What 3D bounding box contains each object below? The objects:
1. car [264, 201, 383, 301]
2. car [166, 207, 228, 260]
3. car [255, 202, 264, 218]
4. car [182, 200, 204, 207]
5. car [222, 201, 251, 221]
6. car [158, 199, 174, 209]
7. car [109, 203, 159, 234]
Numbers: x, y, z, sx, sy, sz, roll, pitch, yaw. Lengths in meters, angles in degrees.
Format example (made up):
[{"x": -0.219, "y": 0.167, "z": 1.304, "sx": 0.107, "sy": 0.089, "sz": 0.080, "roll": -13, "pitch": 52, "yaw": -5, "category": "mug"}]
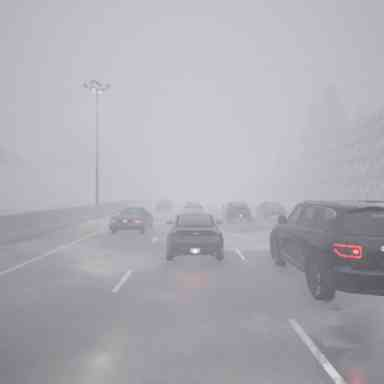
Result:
[{"x": 3.598, "y": 1.224, "z": 8.433, "sx": 2.150, "sy": 2.045, "sz": 5.566, "roll": 0, "pitch": 0, "yaw": 0, "category": "car"}, {"x": 0.097, "y": 1.508, "z": 12.404, "sx": 1.837, "sy": 1.490, "sz": 4.892, "roll": 0, "pitch": 0, "yaw": 0, "category": "car"}, {"x": 7.093, "y": 1.555, "z": 30.349, "sx": 2.033, "sy": 1.411, "sz": 5.357, "roll": 0, "pitch": 0, "yaw": 0, "category": "car"}, {"x": 0.093, "y": 1.486, "z": 30.904, "sx": 1.882, "sy": 1.535, "sz": 5.008, "roll": 0, "pitch": 0, "yaw": 0, "category": "car"}, {"x": 3.594, "y": 1.512, "z": 27.064, "sx": 1.837, "sy": 1.490, "sz": 4.892, "roll": 0, "pitch": 0, "yaw": 0, "category": "car"}, {"x": -3.409, "y": 1.575, "z": 41.891, "sx": 1.994, "sy": 1.385, "sz": 4.181, "roll": 0, "pitch": 0, "yaw": 0, "category": "car"}, {"x": -3.406, "y": 1.552, "z": 19.430, "sx": 2.033, "sy": 1.411, "sz": 5.357, "roll": 0, "pitch": 0, "yaw": 0, "category": "car"}]
